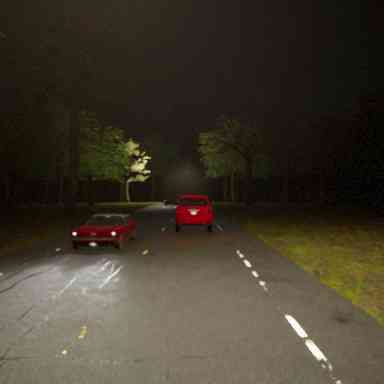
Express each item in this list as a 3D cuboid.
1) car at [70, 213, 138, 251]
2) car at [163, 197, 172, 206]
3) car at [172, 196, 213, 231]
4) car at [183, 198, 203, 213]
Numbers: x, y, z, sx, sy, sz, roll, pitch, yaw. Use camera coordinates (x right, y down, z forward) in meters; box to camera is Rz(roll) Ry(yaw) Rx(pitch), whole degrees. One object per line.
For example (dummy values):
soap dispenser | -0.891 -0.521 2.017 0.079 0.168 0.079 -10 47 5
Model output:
car | -3.603 1.614 14.379 1.895 1.301 4.718 0 0 0
car | -3.577 1.565 54.639 1.837 1.490 4.892 0 0 0
car | 0.097 1.239 20.842 2.150 2.045 5.566 0 0 0
car | 0.093 1.521 38.265 2.128 1.511 4.902 0 0 0
